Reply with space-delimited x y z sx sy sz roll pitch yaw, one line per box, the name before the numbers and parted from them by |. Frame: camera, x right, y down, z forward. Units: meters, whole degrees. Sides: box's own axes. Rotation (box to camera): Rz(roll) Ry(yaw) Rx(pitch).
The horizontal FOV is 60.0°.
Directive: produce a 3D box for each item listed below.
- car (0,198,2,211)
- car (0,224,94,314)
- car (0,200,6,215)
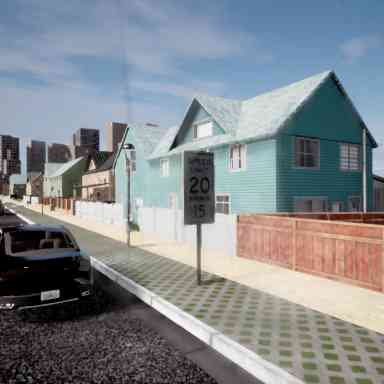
car | -25.161 1.508 41.765 2.128 1.511 4.902 0 0 -32
car | -3.703 1.507 7.710 1.837 1.490 4.892 0 0 -32
car | -19.598 1.504 33.016 2.128 1.511 4.902 0 0 -31
